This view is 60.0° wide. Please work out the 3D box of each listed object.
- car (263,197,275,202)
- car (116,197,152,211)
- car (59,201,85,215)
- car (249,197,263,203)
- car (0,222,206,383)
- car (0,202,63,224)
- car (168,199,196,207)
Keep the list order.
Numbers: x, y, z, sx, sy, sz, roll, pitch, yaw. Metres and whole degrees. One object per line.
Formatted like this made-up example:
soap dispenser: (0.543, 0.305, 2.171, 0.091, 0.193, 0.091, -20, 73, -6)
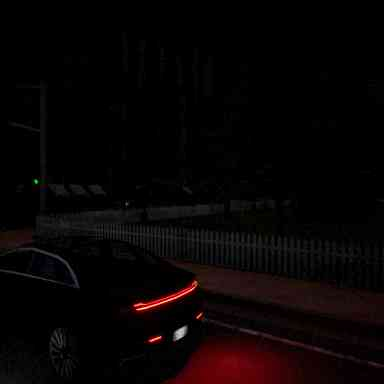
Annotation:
car: (15.238, 1.547, 59.874, 2.033, 1.411, 5.357, 0, 0, 34)
car: (-6.937, 1.352, 39.878, 2.097, 1.767, 4.553, 0, 0, 34)
car: (-12.356, 1.564, 31.856, 1.994, 1.385, 4.181, 0, 0, 34)
car: (12.360, 1.601, 61.861, 1.895, 1.301, 4.718, 0, 0, 34)
car: (-2.104, 1.491, 5.443, 4.902, 1.511, 2.128, 0, 0, 36)
car: (-11.177, 1.547, 20.755, 2.033, 1.411, 5.357, 0, 0, 34)
car: (-1.376, 1.601, 48.097, 1.895, 1.301, 4.718, 0, 0, 34)
